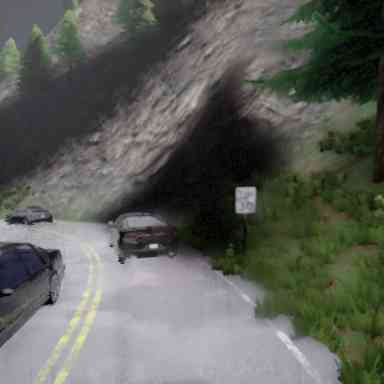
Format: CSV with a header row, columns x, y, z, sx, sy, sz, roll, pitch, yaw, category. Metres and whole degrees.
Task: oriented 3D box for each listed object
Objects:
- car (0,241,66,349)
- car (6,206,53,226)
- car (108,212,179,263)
x,y,z,sx,sy,sz,roll,pitch,yaw,category
-3.504,1.573,5.329,2.033,1.411,5.357,-1,0,-7,car
-12.696,1.814,25.888,4.181,1.385,1.994,-2,2,36,car
-1.948,1.464,12.184,1.882,1.535,5.008,-1,0,-19,car
